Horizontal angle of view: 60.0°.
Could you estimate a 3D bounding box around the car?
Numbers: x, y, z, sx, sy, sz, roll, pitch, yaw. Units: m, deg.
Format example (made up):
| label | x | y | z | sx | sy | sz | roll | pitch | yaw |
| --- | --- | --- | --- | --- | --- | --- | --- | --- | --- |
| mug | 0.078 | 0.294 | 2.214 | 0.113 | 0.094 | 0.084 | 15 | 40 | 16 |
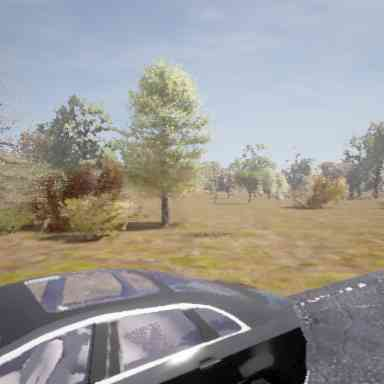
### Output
| label | x | y | z | sx | sy | sz | roll | pitch | yaw |
| --- | --- | --- | --- | --- | --- | --- | --- | --- | --- |
| car | -1.138 | 1.491 | 2.557 | 4.902 | 1.511 | 2.128 | 0 | 0 | -35 |
